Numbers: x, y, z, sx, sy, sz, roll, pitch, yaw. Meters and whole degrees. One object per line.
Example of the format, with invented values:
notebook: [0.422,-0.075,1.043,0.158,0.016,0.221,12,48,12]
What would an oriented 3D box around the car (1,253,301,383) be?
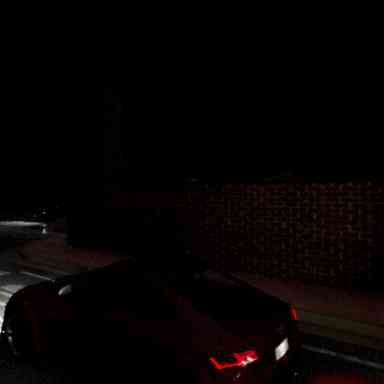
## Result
car: [-0.737,1.574,4.533,4.181,1.385,1.994,0,0,35]

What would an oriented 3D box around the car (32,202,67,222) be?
car: [-10.530,1.549,27.051,1.812,1.442,4.674,0,0,35]
